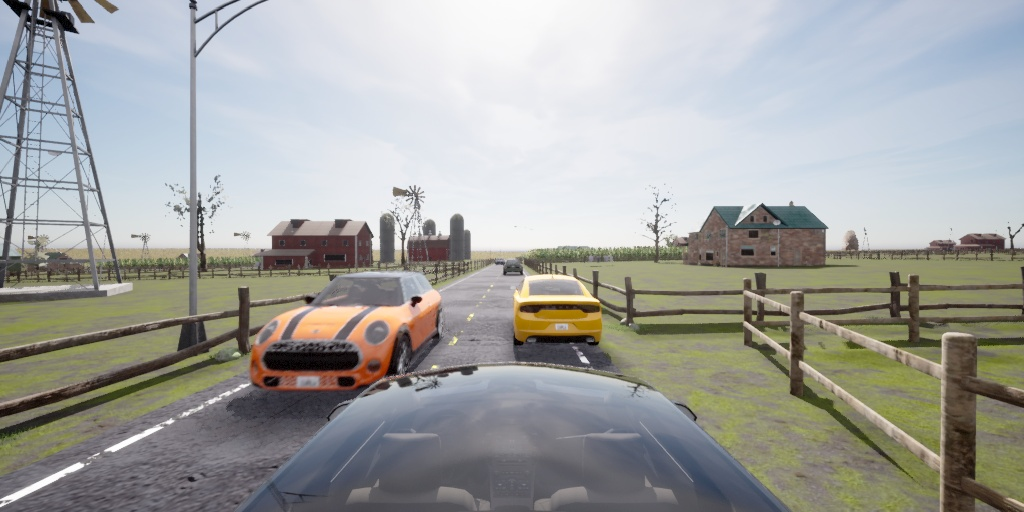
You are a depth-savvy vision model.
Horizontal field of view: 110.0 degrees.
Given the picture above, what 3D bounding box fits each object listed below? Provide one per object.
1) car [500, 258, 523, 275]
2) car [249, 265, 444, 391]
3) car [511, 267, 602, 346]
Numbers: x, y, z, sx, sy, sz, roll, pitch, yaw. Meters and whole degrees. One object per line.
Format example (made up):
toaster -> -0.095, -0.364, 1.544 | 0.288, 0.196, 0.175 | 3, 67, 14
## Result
car -> 0.128, 1.110, 39.337 | 2.097, 1.767, 4.553 | 0, 0, 0
car -> -2.741, 1.101, 7.068 | 2.097, 1.767, 4.553 | 0, 0, 0
car -> 0.974, 1.226, 9.472 | 1.882, 1.535, 5.008 | 0, 0, 0
